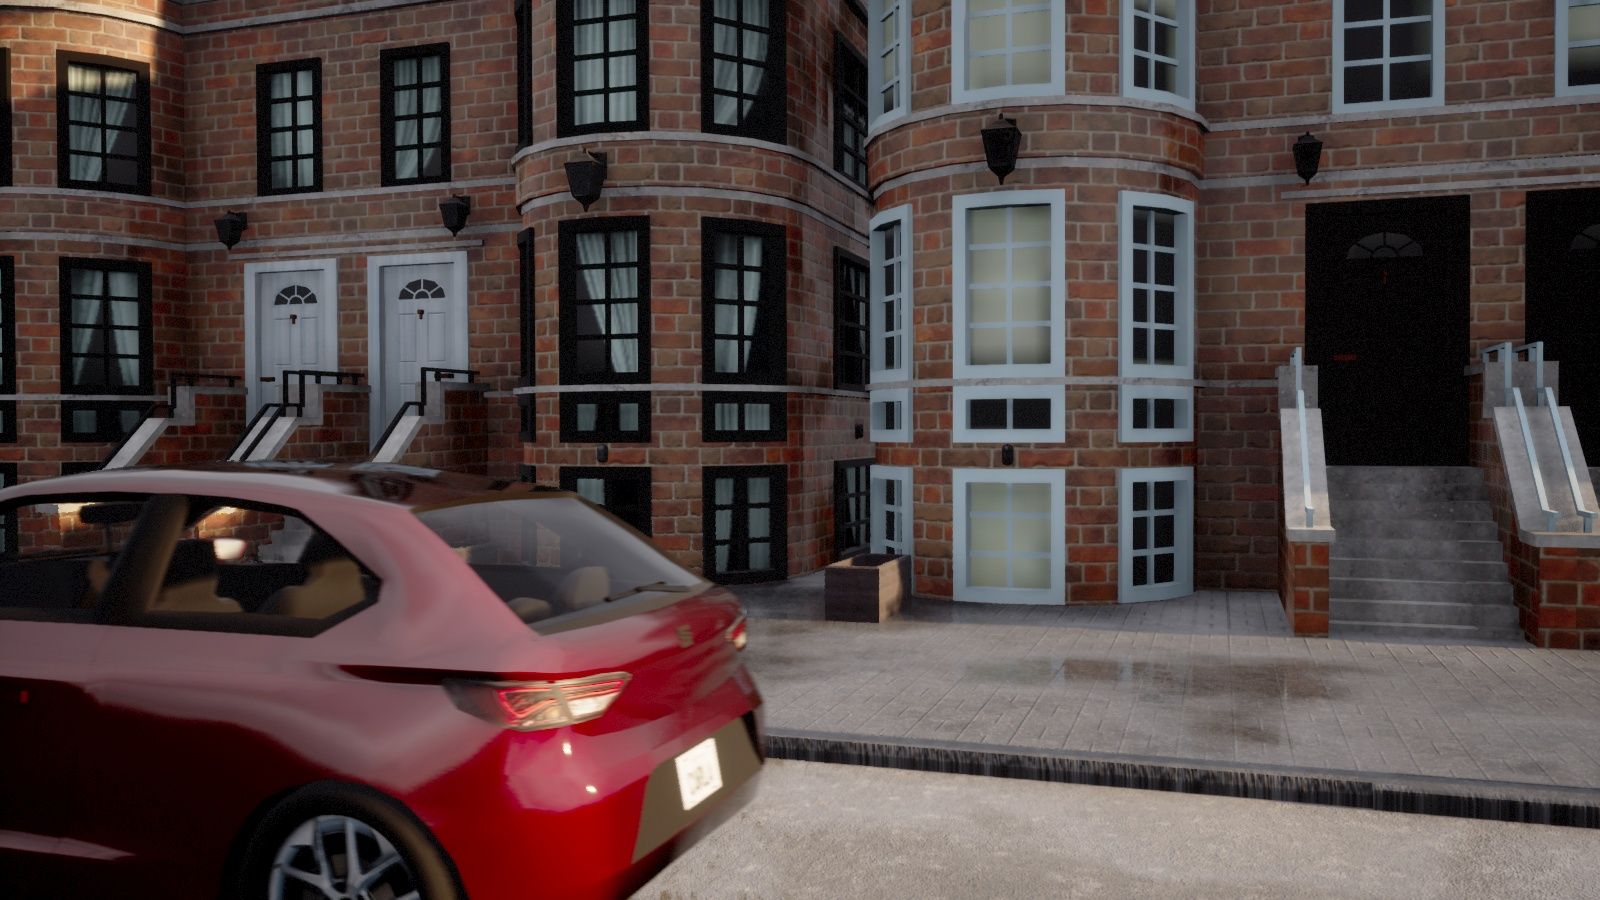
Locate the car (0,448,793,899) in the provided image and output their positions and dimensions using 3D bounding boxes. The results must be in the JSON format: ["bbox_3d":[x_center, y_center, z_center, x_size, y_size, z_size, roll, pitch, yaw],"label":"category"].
[{"bbox_3d":[-2.306,0.760,4.480,4.193,1.474,1.816,1,1,19],"label":"car"}]
